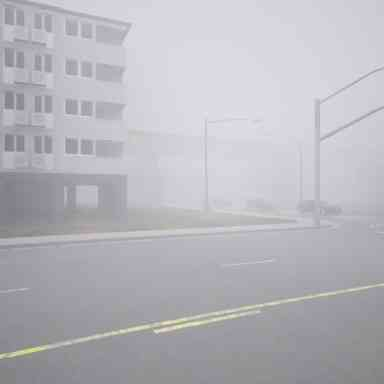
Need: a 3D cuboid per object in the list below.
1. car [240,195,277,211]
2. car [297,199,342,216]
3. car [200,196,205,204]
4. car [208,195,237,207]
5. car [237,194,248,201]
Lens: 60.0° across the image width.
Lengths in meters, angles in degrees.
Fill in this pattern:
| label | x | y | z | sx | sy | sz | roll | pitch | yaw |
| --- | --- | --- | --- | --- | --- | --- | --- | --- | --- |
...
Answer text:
| label | x | y | z | sx | sy | sz | roll | pitch | yaw |
| --- | --- | --- | --- | --- | --- | --- | --- | --- | --- |
| car | 8.660 | 1.492 | 42.017 | 2.128 | 1.511 | 4.902 | 0 | 0 | -25 |
| car | 12.713 | 1.505 | 33.453 | 1.837 | 1.490 | 4.892 | 0 | 0 | -25 |
| car | 2.534 | 1.505 | 61.434 | 1.837 | 1.490 | 4.892 | 0 | 0 | 3 |
| car | 4.509 | 1.505 | 51.301 | 1.837 | 1.490 | 4.892 | 0 | 0 | -21 |
| car | 11.176 | 1.540 | 75.348 | 2.033 | 1.411 | 5.357 | 0 | 0 | 41 |
